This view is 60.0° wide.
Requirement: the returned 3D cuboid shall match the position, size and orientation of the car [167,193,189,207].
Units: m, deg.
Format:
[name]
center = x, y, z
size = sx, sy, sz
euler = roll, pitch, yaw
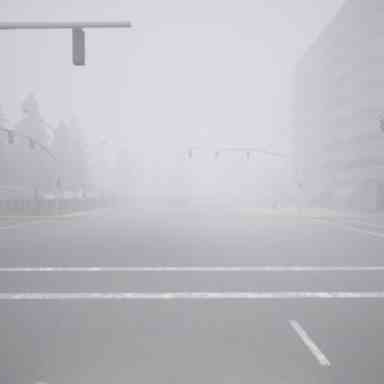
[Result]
[car]
center = -2.070, 1.236, 51.971
size = 2.150, 2.045, 5.566
euler = -1, 0, 14
